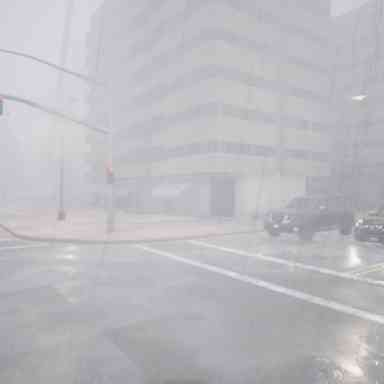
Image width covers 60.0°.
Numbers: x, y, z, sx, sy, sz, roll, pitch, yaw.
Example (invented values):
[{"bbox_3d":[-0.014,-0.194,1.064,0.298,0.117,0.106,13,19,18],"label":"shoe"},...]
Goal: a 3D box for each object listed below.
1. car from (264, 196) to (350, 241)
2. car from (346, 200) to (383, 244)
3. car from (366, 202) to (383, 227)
[{"bbox_3d":[6.136,1.214,16.978,5.566,2.045,2.150,0,0,-36],"label":"car"},{"bbox_3d":[9.268,1.348,14.915,4.553,1.767,2.097,0,0,-35],"label":"car"},{"bbox_3d":[14.030,1.448,22.618,5.008,1.535,1.882,0,0,-36],"label":"car"}]
